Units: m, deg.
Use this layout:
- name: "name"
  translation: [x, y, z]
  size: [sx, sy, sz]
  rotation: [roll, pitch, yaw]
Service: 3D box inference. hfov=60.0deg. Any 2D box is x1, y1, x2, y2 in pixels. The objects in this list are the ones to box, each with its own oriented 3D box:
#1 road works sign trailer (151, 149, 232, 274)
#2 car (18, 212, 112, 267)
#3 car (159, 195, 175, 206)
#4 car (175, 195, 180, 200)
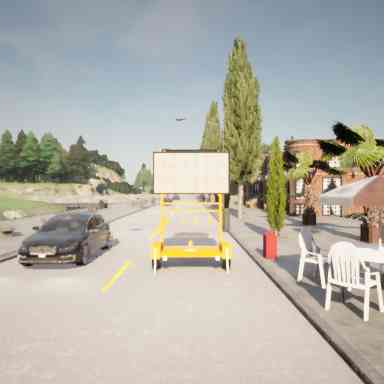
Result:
- name: "road works sign trailer"
  translation: [-0.022, 0.464, 10.529]
  size: [2.380, 3.560, 2.880]
  rotation: [0, 0, 0]
- name: "car"
  translation: [-4.125, 1.505, 11.566]
  size: [1.837, 1.490, 4.892]
  rotation: [0, 0, 0]
- name: "car"
  translation: [-4.206, 1.564, 53.757]
  size: [1.994, 1.385, 4.181]
  rotation: [0, 0, 0]
- name: "car"
  translation: [-4.193, 1.547, 90.516]
  size: [2.033, 1.411, 5.357]
  rotation: [0, 0, 0]
